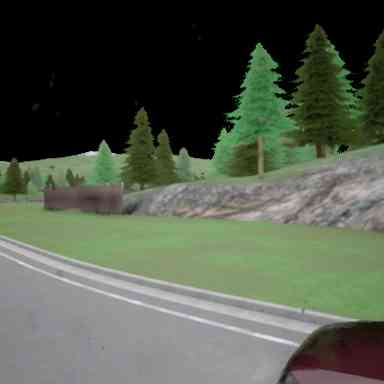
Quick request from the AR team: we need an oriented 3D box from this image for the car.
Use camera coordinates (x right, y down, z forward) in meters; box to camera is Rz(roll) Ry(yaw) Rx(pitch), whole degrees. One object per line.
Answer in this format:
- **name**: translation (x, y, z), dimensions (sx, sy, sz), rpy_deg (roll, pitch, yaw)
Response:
- **car**: translation (2.646, 1.554, 2.096), dimensions (4.181, 1.385, 1.994), rpy_deg (-1, 0, 36)
